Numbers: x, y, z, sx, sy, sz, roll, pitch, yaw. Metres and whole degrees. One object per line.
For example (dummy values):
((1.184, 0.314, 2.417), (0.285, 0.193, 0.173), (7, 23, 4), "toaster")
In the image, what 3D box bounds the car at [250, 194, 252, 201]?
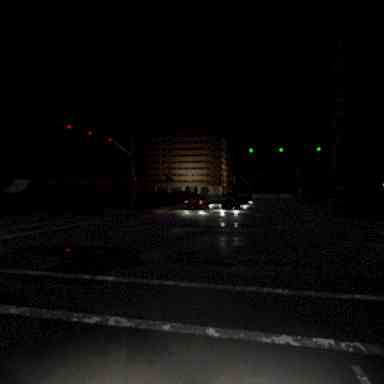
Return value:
((10.967, 1.054, 66.169), (1.882, 1.535, 5.008), (0, 1, 13), "car")

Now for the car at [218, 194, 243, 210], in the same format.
((4.579, 1.263, 39.007), (1.812, 1.442, 4.674), (0, 1, 13), "car")

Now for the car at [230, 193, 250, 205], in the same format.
((7.426, 1.142, 51.202), (1.882, 1.535, 5.008), (0, 0, 13), "car")

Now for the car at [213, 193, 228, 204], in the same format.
((3.999, 1.162, 51.927), (1.812, 1.442, 4.674), (0, 0, 13), "car")

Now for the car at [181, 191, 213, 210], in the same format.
((0.582, 1.076, 37.316), (2.097, 1.767, 4.553), (0, 0, 13), "car")
